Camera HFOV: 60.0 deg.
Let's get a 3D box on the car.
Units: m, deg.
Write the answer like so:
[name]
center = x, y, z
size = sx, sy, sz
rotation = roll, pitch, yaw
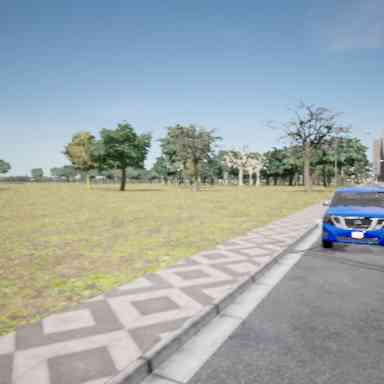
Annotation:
[car]
center = 6.260, 0.851, 12.416
size = 2.150, 2.045, 5.566
rotation = 0, 2, 28
